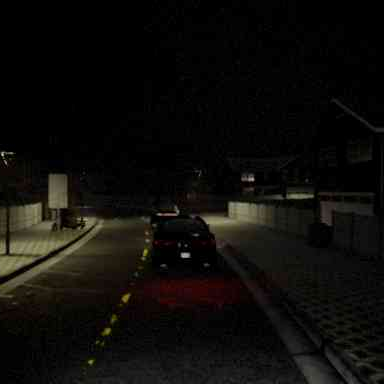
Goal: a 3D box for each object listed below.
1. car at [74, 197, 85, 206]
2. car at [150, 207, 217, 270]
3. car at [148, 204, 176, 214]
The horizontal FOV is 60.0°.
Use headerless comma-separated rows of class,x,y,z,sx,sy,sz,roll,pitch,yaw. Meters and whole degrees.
car,-19.484,1.607,55.732,1.837,1.490,4.892,0,0,-35
car,-0.338,1.506,11.199,1.882,1.535,5.008,0,0,-4
car,-1.813,1.539,22.003,2.128,1.511,4.902,0,0,-10
